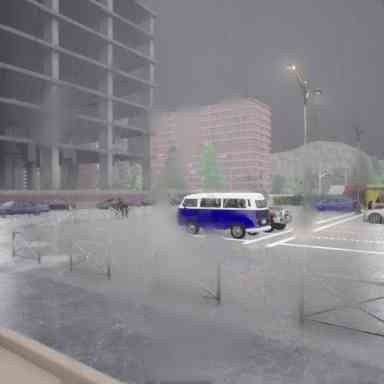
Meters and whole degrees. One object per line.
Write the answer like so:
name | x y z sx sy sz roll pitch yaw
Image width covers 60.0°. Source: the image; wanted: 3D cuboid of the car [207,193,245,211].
car | 4.929 1.166 47.431 2.150 2.045 5.566 0 0 36

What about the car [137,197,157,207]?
car | -7.224 1.435 48.635 2.128 1.511 4.902 0 0 35

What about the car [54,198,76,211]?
car | -15.316 1.436 37.186 2.128 1.511 4.902 0 0 35

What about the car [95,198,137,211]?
car | -9.263 1.450 39.693 1.837 1.490 4.892 0 0 35

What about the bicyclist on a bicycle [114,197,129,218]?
bicyclist on a bicycle | -5.504 1.248 25.969 1.656 1.620 0.582 0 0 35

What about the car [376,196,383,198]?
car | 16.452 1.153 26.046 4.605 1.855 1.932 0 0 36

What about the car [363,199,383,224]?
car | 13.246 1.395 21.481 3.806 1.475 1.970 0 0 36

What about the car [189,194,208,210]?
car | 2.250 1.436 49.692 2.128 1.511 4.902 0 0 36

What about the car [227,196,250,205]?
car | 8.174 1.422 58.174 1.882 1.535 5.008 0 0 35

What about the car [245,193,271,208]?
car | 11.034 1.436 56.157 2.128 1.511 4.902 0 0 35

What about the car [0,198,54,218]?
car | -15.858 1.492 30.348 2.033 1.411 5.357 0 0 35

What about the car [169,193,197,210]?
car | -1.147 1.157 51.133 2.150 2.045 5.566 0 1 36
